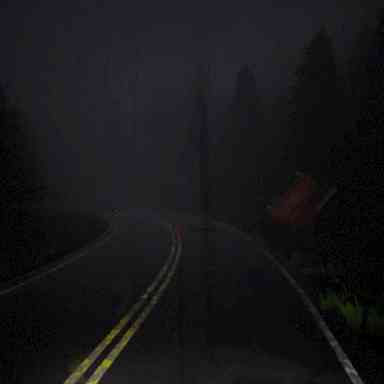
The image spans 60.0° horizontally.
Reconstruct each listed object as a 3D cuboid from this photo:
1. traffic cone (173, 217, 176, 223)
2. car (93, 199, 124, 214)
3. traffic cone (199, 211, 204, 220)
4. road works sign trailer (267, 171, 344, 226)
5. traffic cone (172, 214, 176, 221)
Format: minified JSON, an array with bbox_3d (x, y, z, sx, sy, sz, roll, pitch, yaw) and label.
[{"bbox_3d":[-0.717,1.813,18.093,0.340,0.580,0.340,-1,1,-5],"label":"traffic cone"},{"bbox_3d":[-8.802,1.491,34.537,2.033,1.411,5.357,-3,1,-32],"label":"car"},{"bbox_3d":[0.695,1.704,24.248,0.340,0.580,0.340,-1,1,-5],"label":"traffic cone"},{"bbox_3d":[4.987,0.853,13.507,2.880,2.380,3.560,39,8,6],"label":"road works sign trailer"},{"bbox_3d":[-0.903,1.792,20.083,0.340,0.580,0.340,-1,1,-5],"label":"traffic cone"}]
